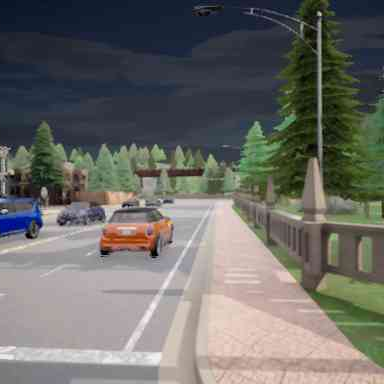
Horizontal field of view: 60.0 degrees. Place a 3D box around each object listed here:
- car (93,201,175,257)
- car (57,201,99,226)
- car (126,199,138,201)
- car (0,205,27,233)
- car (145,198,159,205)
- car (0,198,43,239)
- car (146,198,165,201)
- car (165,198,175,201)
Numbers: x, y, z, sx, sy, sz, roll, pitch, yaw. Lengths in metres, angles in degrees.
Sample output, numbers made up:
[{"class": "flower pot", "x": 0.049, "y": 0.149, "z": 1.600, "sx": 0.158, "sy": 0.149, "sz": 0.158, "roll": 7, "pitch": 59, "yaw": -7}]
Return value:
[{"class": "car", "x": -2.038, "y": 1.409, "z": 13.467, "sx": 2.097, "sy": 1.767, "sz": 4.553, "roll": 0, "pitch": 0, "yaw": 5}, {"class": "car", "x": -8.173, "y": 1.481, "z": 24.811, "sx": 2.097, "sy": 1.767, "sz": 4.553, "roll": 0, "pitch": 0, "yaw": 5}, {"class": "car", "x": -9.536, "y": 1.781, "z": 52.276, "sx": 2.033, "sy": 1.411, "sz": 5.357, "roll": 0, "pitch": 0, "yaw": 5}, {"class": "car", "x": -12.132, "y": 1.622, "z": 19.512, "sx": 2.128, "sy": 1.511, "sz": 4.902, "roll": 0, "pitch": 0, "yaw": 5}, {"class": "car", "x": -8.189, "y": 1.881, "z": 68.034, "sx": 1.895, "sy": 1.301, "sz": 4.718, "roll": 0, "pitch": 0, "yaw": 5}, {"class": "car", "x": -8.990, "y": 1.320, "z": 15.074, "sx": 2.150, "sy": 2.045, "sz": 5.566, "roll": 0, "pitch": 0, "yaw": 4}, {"class": "car", "x": -6.022, "y": 1.781, "z": 52.286, "sx": 1.994, "sy": 1.385, "sz": 4.181, "roll": 0, "pitch": 0, "yaw": 5}, {"class": "car", "x": -4.731, "y": 1.863, "z": 67.442, "sx": 1.895, "sy": 1.301, "sz": 4.718, "roll": 0, "pitch": 0, "yaw": 5}]
